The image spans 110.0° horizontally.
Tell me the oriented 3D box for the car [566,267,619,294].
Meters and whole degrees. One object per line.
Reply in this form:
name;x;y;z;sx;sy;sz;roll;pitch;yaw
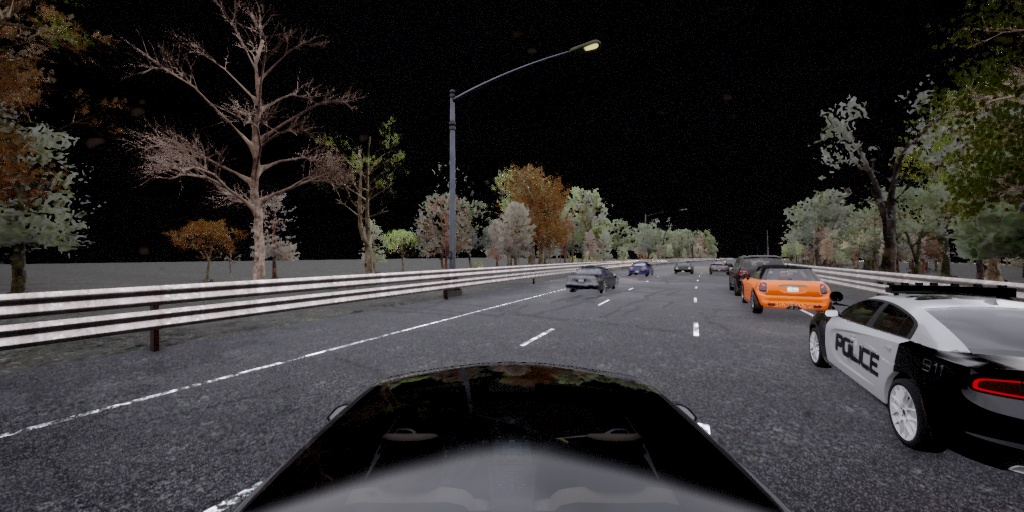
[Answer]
car;4.655;1.299;20.366;2.033;1.411;5.357;0;0;27

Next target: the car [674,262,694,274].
car;19.547;1.369;40.644;1.895;1.301;4.718;0;0;29

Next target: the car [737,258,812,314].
car;10.015;1.102;13.438;2.097;1.767;4.553;0;0;27

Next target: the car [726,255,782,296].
car;12.761;0.978;18.755;2.150;2.045;5.566;0;0;28

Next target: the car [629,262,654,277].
car;12.975;1.288;35.964;1.812;1.442;4.674;0;0;29

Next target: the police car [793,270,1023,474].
police car;5.637;1.175;4.743;1.930;1.638;5.238;0;0;26

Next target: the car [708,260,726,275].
car;22.675;1.261;39.231;2.128;1.511;4.902;0;0;30
